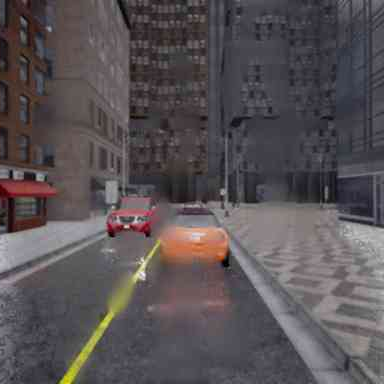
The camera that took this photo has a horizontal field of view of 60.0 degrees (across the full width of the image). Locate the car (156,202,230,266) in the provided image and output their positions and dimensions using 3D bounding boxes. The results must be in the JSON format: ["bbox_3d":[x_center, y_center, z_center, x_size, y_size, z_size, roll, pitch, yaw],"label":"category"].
[{"bbox_3d":[0.095,1.400,11.835,2.097,1.767,4.553,0,0,0],"label":"car"}]

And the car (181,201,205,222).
[{"bbox_3d":[0.100,1.598,28.254,1.882,1.535,5.008,0,0,0],"label":"car"}]

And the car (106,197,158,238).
[{"bbox_3d":[-3.096,1.301,18.514,2.150,2.045,5.566,0,0,0],"label":"car"}]
